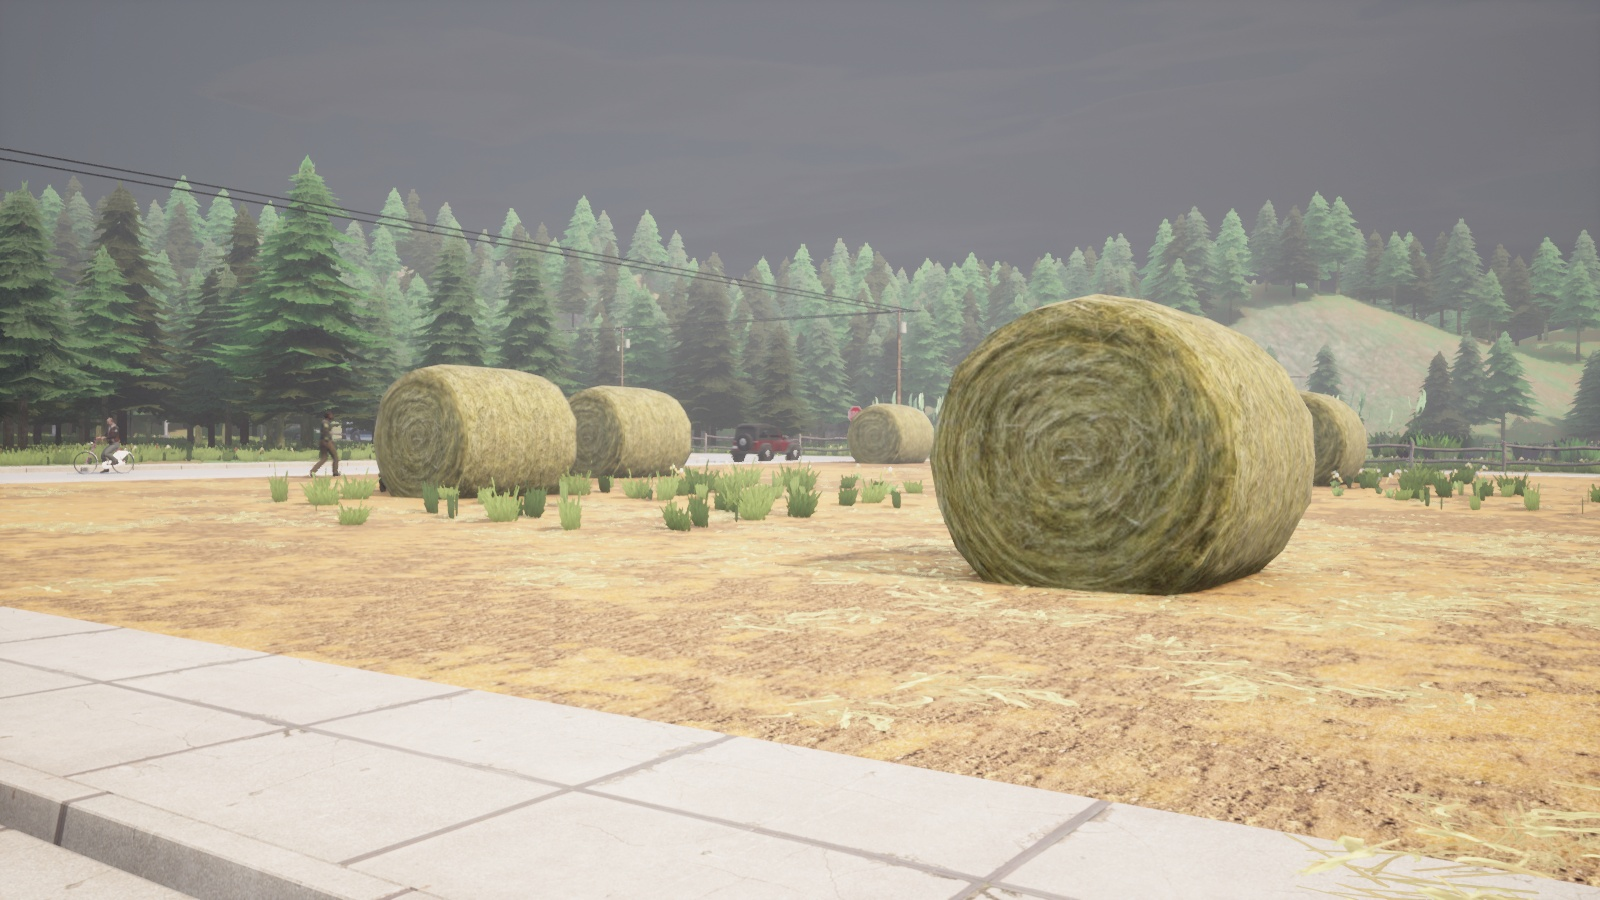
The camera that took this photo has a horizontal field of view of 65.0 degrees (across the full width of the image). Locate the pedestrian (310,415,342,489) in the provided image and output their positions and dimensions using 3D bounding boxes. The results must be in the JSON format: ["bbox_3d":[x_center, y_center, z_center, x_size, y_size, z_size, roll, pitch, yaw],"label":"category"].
[{"bbox_3d":[-12.534,0.036,33.216,0.692,1.930,0.395,-1,1,-39],"label":"pedestrian"}]

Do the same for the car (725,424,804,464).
[{"bbox_3d":[-1.702,-0.312,61.221,1.905,1.878,3.866,0,1,35],"label":"car"}]

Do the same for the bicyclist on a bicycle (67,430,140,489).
[{"bbox_3d":[-21.509,0.274,38.810,0.659,1.776,1.843,0,1,35],"label":"bicyclist on a bicycle"}]
